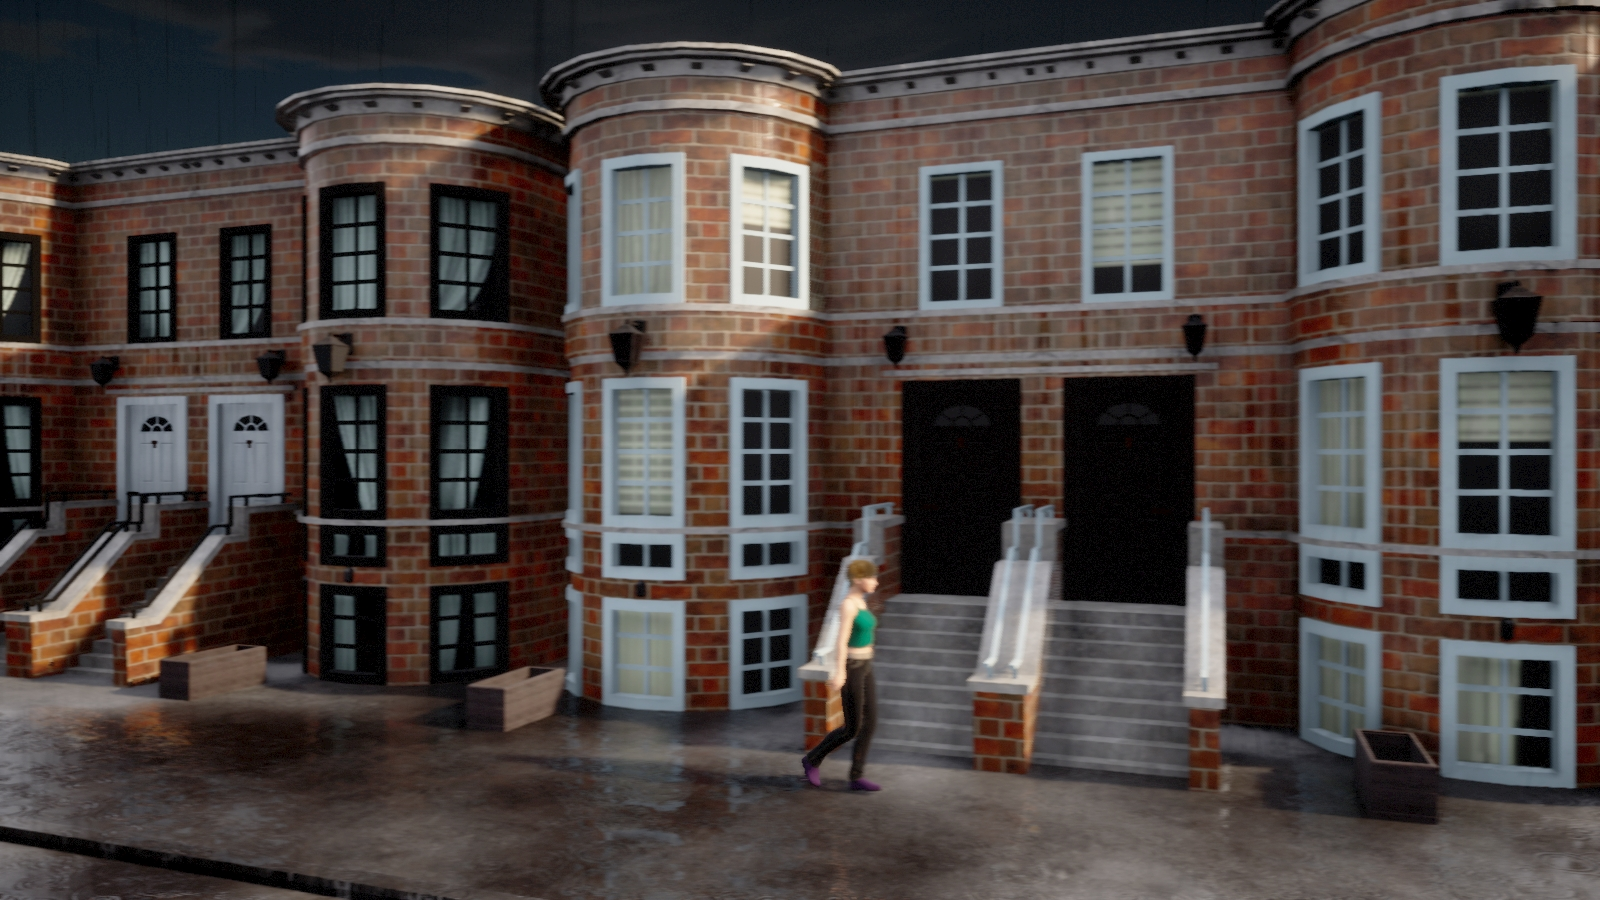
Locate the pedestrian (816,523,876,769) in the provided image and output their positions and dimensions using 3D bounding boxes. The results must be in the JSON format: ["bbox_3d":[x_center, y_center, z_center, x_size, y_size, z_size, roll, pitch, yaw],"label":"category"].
[{"bbox_3d":[0.368,1.524,9.019,0.375,1.860,0.375,0,0,20],"label":"pedestrian"}]
